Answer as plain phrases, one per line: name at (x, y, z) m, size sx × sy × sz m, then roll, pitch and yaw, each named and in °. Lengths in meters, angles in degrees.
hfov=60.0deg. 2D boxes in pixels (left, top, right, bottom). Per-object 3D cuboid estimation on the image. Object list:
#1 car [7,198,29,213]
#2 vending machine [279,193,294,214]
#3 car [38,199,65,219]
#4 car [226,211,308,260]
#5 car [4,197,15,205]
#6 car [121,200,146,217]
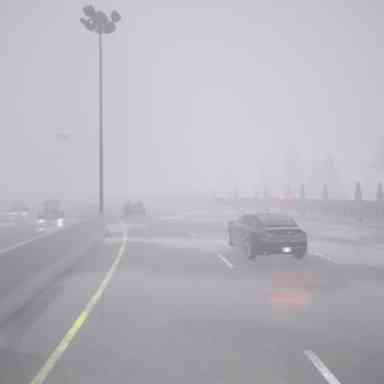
car at (-20.971, 1.750, 40.323) m, size 1.994 × 1.385 × 4.181 m, roll 0°, pitch 0°, yaw -28°
vending machine at (9.550, 1.129, 33.584) m, size 1.100 × 2.100 × 0.880 m, roll 0°, pitch 0°, yaw -18°
car at (-12.814, 1.445, 30.496) m, size 2.097 × 1.767 × 4.553 m, roll 0°, pitch 0°, yaw -20°
car at (2.576, 1.485, 12.400) m, size 1.837 × 1.490 × 4.892 m, roll 0°, pitch 0°, yaw -7°
car at (-35.451, 1.799, 65.533) m, size 4.892 × 1.490 × 1.837 m, roll -1°, pitch 0°, yaw 45°
car at (-5.661, 1.532, 31.876) m, size 2.128 × 1.511 × 4.902 m, roll 0°, pitch 0°, yaw -19°
